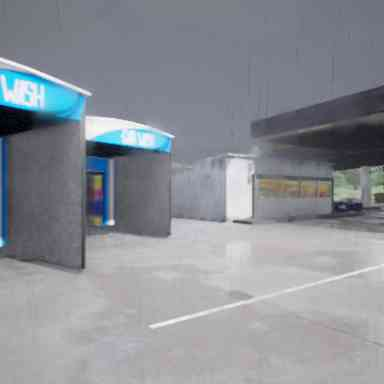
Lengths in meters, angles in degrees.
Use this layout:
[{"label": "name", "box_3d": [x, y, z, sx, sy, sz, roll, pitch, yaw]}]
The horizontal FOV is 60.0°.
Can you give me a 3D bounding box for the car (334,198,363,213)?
[{"label": "car", "box_3d": [17.219, 1.505, 37.324, 4.611, 1.667, 2.242, 0, 0, -36]}]
